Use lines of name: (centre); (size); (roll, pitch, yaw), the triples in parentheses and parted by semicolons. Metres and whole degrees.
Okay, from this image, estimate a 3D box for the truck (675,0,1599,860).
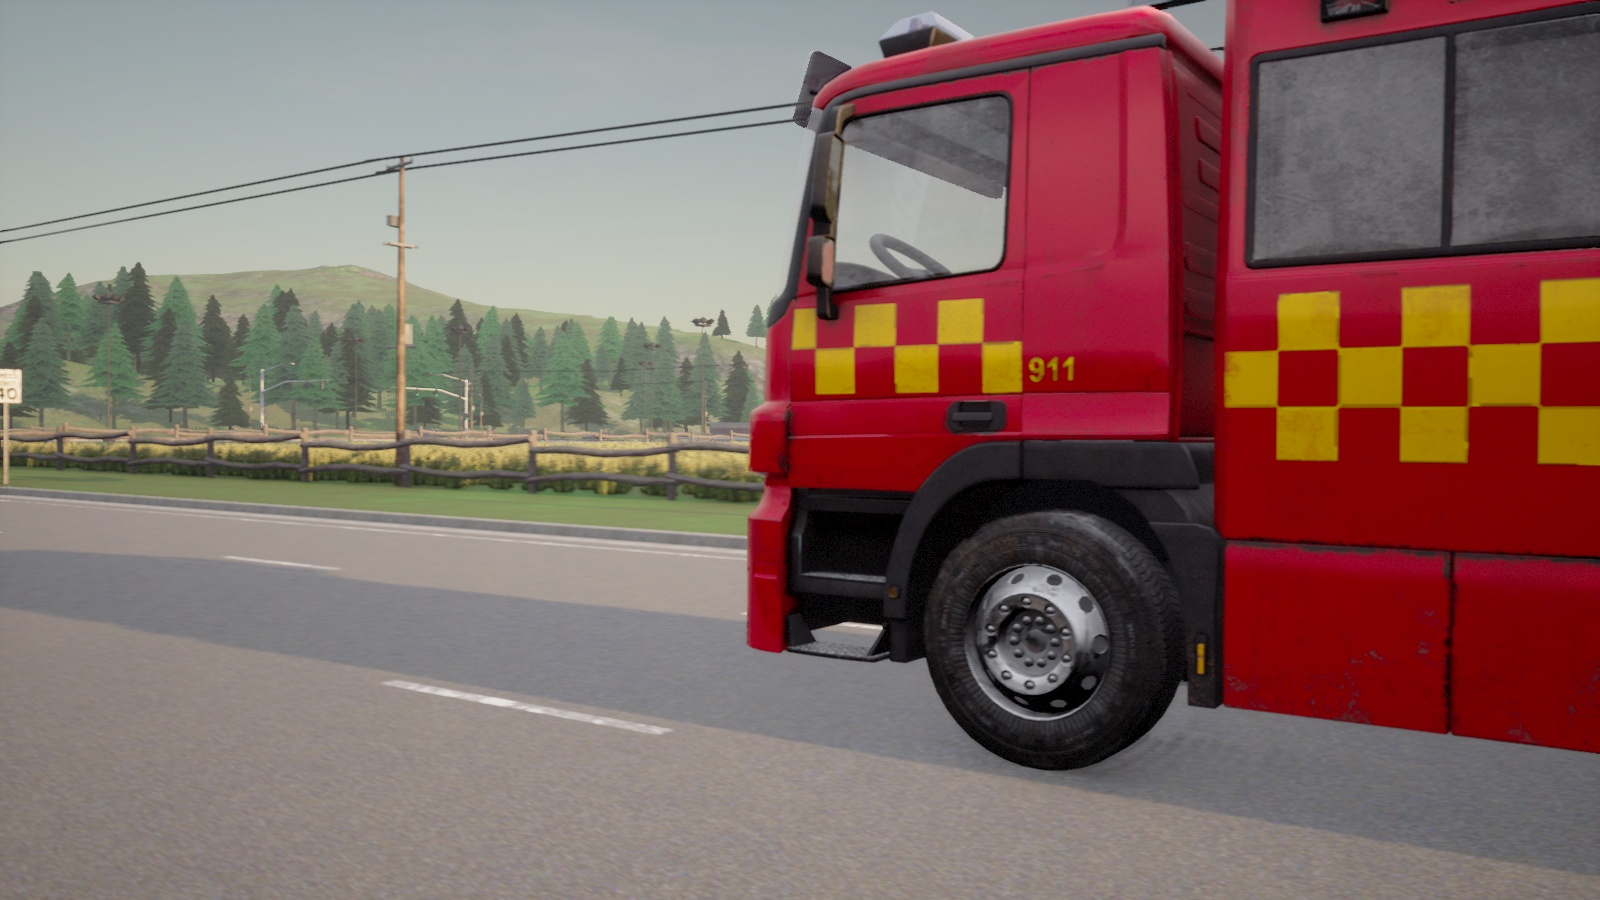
truck: (3.703, -0.536, 5.341); (8.468, 3.827, 2.891); (0, 1, 33)
